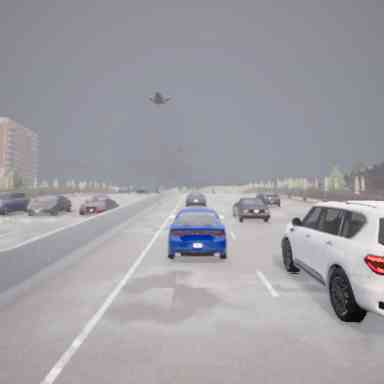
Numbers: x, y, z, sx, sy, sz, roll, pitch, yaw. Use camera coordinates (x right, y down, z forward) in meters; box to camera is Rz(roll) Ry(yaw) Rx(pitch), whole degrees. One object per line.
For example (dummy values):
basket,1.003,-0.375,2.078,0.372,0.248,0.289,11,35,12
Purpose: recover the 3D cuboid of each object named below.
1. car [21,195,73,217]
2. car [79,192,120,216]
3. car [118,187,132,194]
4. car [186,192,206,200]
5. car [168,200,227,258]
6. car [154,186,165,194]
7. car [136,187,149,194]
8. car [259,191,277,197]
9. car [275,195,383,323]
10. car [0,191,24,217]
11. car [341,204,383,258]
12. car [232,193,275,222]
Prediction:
car,-10.375,0.955,24.662,1.812,1.442,4.674,0,2,1
car,-6.875,0.991,24.726,1.994,1.385,4.181,0,2,1
car,-13.377,-0.333,66.515,2.033,1.411,5.357,0,1,1
car,0.398,0.724,32.852,1.994,1.385,4.181,0,2,1
car,0.192,1.321,12.227,1.882,1.535,5.008,0,2,1
car,-6.386,-0.370,66.456,2.128,1.511,4.902,0,1,1
car,-9.879,-0.277,66.463,1.895,1.301,4.718,0,1,1
car,7.400,0.649,32.971,2.128,1.511,4.902,0,2,1
car,3.629,1.198,7.280,2.150,2.045,5.566,0,1,1
car,-13.876,0.784,24.556,2.097,1.767,4.553,0,2,1
car,7.184,1.372,11.598,1.837,1.490,4.892,0,2,1
car,3.762,1.078,21.678,2.033,1.411,5.357,0,2,1
